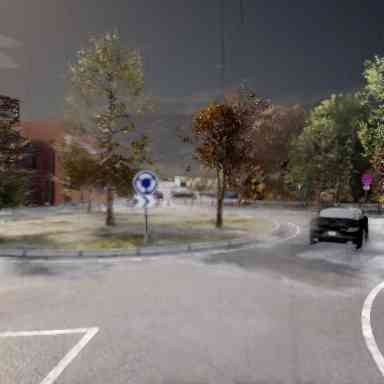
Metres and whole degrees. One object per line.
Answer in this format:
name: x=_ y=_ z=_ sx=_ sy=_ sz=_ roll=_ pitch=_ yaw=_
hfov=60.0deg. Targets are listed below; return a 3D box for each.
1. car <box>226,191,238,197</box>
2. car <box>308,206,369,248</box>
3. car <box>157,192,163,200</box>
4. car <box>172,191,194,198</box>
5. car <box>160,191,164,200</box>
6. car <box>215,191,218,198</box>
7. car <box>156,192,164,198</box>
car: x=10.471 y=0.924 z=87.468 sx=4.553 sy=1.767 sz=2.185 roll=0 pitch=1 yaw=-5
car: x=6.324 y=1.312 z=14.162 sx=1.882 sy=1.535 sz=5.008 roll=1 pitch=1 yaw=31
car: x=-5.633 y=1.167 z=47.874 sx=2.033 sy=1.411 sz=5.357 roll=0 pitch=0 yaw=-4
car: x=-2.257 y=0.703 z=89.111 sx=5.566 sy=2.045 sz=2.435 roll=0 pitch=0 yaw=-5
car: x=-7.566 y=0.774 z=75.656 sx=2.150 sy=2.045 sz=5.566 roll=0 pitch=0 yaw=-4
car: x=10.005 y=0.788 z=93.229 sx=5.566 sy=2.045 sz=2.435 roll=0 pitch=0 yaw=-5
car: x=-8.823 y=0.837 z=92.249 sx=2.128 sy=1.511 sz=4.902 roll=0 pitch=0 yaw=-4
